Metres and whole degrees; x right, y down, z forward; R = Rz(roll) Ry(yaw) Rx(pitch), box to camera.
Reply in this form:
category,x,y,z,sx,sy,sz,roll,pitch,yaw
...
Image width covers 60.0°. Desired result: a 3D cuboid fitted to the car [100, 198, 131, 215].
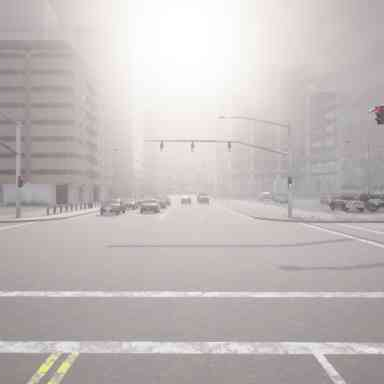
category,x,y,z,sx,sy,sz,roll,pitch,yaw
car,-8.053,1.495,34.219,2.128,1.511,4.902,0,0,0

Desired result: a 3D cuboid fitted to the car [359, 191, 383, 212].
category,x,y,z,sx,sy,sz,roll,pitch,yaw
car,19.478,1.160,35.724,1.905,1.878,3.866,0,0,0

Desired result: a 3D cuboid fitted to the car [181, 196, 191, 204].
category,x,y,z,sx,sy,sz,roll,pitch,yaw
car,-1.087,1.498,62.923,2.128,1.511,4.902,0,0,0

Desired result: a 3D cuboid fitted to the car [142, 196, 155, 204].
category,x,y,z,sx,sy,sz,roll,pitch,yaw
car,-8.241,1.484,63.487,1.882,1.535,5.008,0,0,0

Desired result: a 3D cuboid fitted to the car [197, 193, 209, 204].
category,x,y,z,sx,sy,sz,roll,pitch,yaw
car,2.299,1.484,64.640,1.882,1.535,5.008,0,0,0

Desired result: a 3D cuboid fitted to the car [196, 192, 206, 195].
category,x,y,z,sx,sy,sz,roll,pitch,yaw
car,2.219,1.059,74.444,2.150,2.045,5.566,0,0,0

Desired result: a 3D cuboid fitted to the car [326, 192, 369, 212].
category,x,y,z,sx,sy,sz,roll,pitch,yaw
car,16.583,1.157,35.765,1.932,1.855,4.605,0,0,0

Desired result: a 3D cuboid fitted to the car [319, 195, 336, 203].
category,x,y,z,sx,sy,sz,roll,pitch,yaw
car,27.801,1.403,68.332,1.970,1.475,3.806,0,0,0

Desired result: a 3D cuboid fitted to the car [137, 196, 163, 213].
category,x,y,z,sx,sy,sz,roll,pitch,yaw
car,-4.575,1.509,36.843,1.837,1.490,4.892,0,0,0

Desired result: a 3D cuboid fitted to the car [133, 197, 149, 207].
category,x,y,z,sx,sy,sz,roll,pitch,yaw
car,-8.205,1.570,53.363,1.994,1.385,4.181,0,0,-1

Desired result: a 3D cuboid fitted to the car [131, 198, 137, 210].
category,x,y,z,sx,sy,sz,roll,pitch,yaw
car,-8.120,1.530,43.369,1.812,1.442,4.674,0,0,0

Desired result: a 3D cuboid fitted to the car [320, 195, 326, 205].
category,x,y,z,sx,sy,sz,roll,pitch,yaw
car,22.103,1.401,53.203,1.970,1.475,3.806,0,0,0

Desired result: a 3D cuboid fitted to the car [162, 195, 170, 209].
category,x,y,z,sx,sy,sz,roll,pitch,yaw
car,-4.647,1.357,45.986,2.097,1.767,4.553,0,0,-1

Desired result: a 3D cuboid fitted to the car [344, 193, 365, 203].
category,x,y,z,sx,sy,sz,roll,pitch,yaw
car,33.380,1.160,68.407,1.932,1.855,4.605,0,0,0

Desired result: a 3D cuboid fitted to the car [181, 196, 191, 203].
category,x,y,z,sx,sy,sz,roll,pitch,yaw
car,-1.270,1.548,73.497,2.033,1.411,5.357,0,0,0

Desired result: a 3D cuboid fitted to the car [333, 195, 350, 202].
category,x,y,z,sx,sy,sz,roll,pitch,yaw
car,30.696,1.371,68.344,1.784,1.438,3.905,0,0,0
